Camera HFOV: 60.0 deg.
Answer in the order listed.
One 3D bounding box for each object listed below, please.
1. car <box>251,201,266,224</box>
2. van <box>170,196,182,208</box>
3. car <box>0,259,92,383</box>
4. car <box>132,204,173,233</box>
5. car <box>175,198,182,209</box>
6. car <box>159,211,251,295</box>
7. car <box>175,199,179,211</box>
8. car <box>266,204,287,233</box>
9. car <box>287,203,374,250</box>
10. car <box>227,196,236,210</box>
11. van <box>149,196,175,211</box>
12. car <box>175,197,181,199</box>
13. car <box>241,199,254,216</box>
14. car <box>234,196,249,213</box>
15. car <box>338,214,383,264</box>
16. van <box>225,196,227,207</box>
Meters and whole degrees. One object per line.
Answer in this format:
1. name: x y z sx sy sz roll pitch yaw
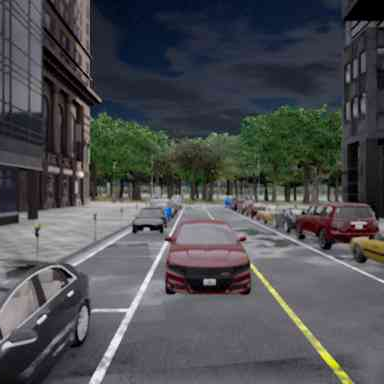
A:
1. car: 6.088 1.607 25.581 1.752 1.417 4.829 0 0 0
2. van: -2.468 1.510 52.591 1.690 1.788 3.998 0 0 0
3. car: -2.413 1.561 3.652 2.008 1.369 4.403 0 0 0
4. car: -2.431 1.625 19.964 1.947 1.339 4.313 0 0 0
5. car: -2.450 1.678 36.277 1.947 1.339 4.313 0 0 0
6. car: 0.345 1.505 9.027 1.882 1.535 5.008 0 0 0
7. car: -2.443 1.619 30.670 1.752 1.417 4.829 0 0 0
8. car: 6.094 1.614 19.974 2.008 1.369 4.403 0 0 0
9. car: 6.100 1.362 14.537 2.192 1.841 5.009 0 0 0
10. car: 6.069 1.450 41.725 2.192 1.841 5.009 0 0 0
11. van: -2.437 1.418 25.403 1.690 1.788 3.998 0 0 0
12. car: -2.455 1.656 41.545 1.752 1.417 4.829 0 0 0
13. car: 6.082 1.643 30.849 1.887 1.381 4.507 0 0 0
14. car: 6.076 1.557 36.287 1.967 1.590 4.097 0 0 0
15. car: 6.106 1.556 9.269 1.752 1.417 4.829 0 0 0
16. van: 6.063 1.495 47.162 1.690 1.788 3.998 0 0 0
